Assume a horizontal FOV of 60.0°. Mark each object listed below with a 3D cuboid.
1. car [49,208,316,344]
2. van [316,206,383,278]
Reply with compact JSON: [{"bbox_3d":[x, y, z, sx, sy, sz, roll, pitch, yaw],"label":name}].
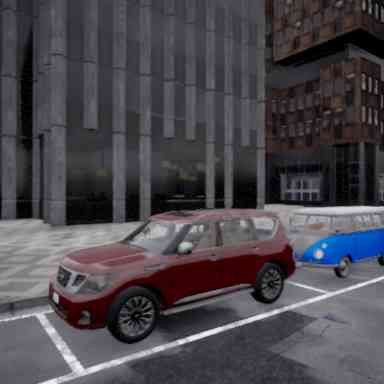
[{"bbox_3d":[-0.050,1.310,6.609,5.009,1.841,2.192,0,0,-35],"label":"car"},{"bbox_3d":[4.449,1.327,9.818,3.998,1.788,1.690,0,0,-35],"label":"van"}]
